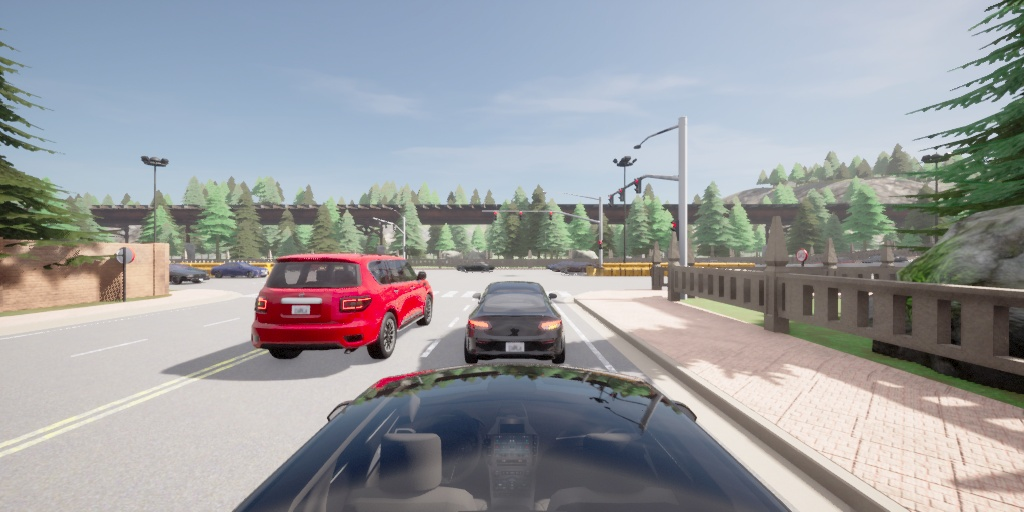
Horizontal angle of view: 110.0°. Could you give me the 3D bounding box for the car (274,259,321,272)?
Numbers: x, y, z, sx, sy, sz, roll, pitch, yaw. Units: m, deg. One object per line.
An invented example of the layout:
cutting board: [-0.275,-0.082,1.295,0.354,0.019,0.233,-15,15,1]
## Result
car: [-27.959,1.227,46.809,5.008,1.535,1.882,0,0,0]

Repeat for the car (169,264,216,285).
car: [-24.846,1.297,25.595,5.357,1.411,2.033,0,0,0]

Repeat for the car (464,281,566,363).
car: [0.062,1.276,7.980,1.812,1.442,4.674,0,0,0]

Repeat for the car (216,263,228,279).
car: [-24.700,1.276,32.594,4.674,1.442,1.812,0,0,0]

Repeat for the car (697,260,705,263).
car: [25.378,1.241,46.586,4.902,1.511,2.128,0,0,0]

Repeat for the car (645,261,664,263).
car: [16.777,1.276,43.114,4.674,1.442,1.812,0,0,0]

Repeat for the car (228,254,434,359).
car: [-3.441,0.971,8.531,2.150,2.045,5.566,0,0,0]

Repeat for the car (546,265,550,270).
car: [7.112,1.297,46.655,5.357,1.411,2.033,0,0,0]

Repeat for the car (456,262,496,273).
car: [-4.357,1.351,43.204,4.718,1.301,1.895,0,0,0]

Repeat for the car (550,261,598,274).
car: [7.314,1.297,39.653,5.357,1.411,2.033,0,0,0]

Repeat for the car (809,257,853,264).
car: [38.136,0.946,43.070,4.553,1.767,2.097,-2,0,0]

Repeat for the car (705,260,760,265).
car: [24.565,1.227,39.588,5.008,1.535,1.882,0,0,0]
